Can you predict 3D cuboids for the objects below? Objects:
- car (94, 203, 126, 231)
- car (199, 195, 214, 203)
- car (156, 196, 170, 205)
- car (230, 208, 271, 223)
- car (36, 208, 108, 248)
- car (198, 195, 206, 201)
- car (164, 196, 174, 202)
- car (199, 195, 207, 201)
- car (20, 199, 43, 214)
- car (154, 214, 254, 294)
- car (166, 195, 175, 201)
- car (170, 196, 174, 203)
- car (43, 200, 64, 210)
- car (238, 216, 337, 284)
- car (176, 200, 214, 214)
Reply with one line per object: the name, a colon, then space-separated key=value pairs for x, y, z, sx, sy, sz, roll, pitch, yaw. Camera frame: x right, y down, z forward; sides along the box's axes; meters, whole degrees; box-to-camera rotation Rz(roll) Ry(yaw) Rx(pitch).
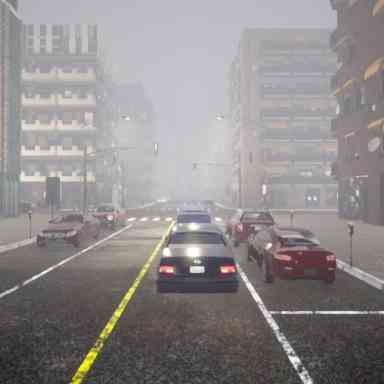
car: x=-5.310 y=1.444 z=20.371 sx=1.967 sy=1.590 sz=4.097 roll=1 pitch=0 yaw=0
car: x=2.583 y=1.558 z=52.941 sx=2.008 sy=1.369 sz=4.403 roll=1 pitch=0 yaw=0
car: x=-5.296 y=1.533 z=58.414 sx=1.752 sy=1.417 sz=4.829 roll=1 pitch=0 yaw=0
car: x=2.578 y=1.443 z=14.842 sx=1.967 sy=1.590 sz=4.097 roll=1 pitch=0 yaw=0
car: x=-5.309 y=1.585 z=14.821 sx=1.802 sy=1.307 sz=4.206 roll=1 pitch=0 yaw=0
car: x=2.589 y=1.560 z=86.967 sx=2.008 sy=1.369 sz=4.403 roll=1 pitch=0 yaw=0
car: x=-5.294 y=1.575 z=75.597 sx=1.947 sy=1.339 sz=4.313 roll=1 pitch=0 yaw=0
car: x=2.588 y=1.554 z=81.296 sx=1.887 sy=1.381 sz=4.507 roll=1 pitch=0 yaw=0
car: x=-17.557 y=1.240 z=31.884 sx=5.009 sy=1.841 sz=2.192 roll=0 pitch=-1 yaw=0
car: x=0.102 y=1.549 z=8.948 sx=2.033 sy=1.411 sz=5.357 roll=0 pitch=0 yaw=0
car: x=-5.293 y=1.554 z=81.267 sx=1.887 sy=1.381 sz=4.507 roll=1 pitch=0 yaw=0
car: x=-5.294 y=1.534 z=69.756 sx=1.752 sy=1.417 sz=4.829 roll=1 pitch=0 yaw=0
car: x=-17.617 y=1.590 z=39.760 sx=4.313 sy=1.339 sz=1.947 roll=0 pitch=-1 yaw=0
car: x=2.575 y=1.584 z=9.293 sx=1.802 sy=1.307 sz=4.206 roll=1 pitch=0 yaw=0
car: x=0.096 y=1.482 z=19.590 sx=1.882 sy=1.535 sz=5.008 roll=0 pitch=0 yaw=0
